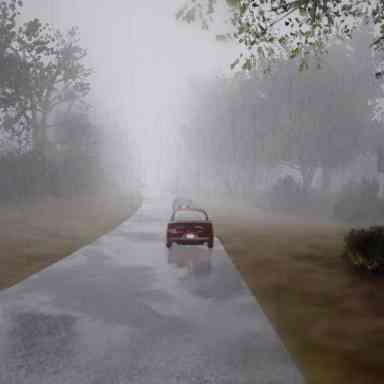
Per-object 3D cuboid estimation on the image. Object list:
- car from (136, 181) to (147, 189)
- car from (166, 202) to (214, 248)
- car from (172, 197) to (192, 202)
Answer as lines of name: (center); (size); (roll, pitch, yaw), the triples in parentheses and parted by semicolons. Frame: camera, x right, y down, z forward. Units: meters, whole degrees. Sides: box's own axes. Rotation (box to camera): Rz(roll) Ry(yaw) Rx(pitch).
car: (-11.394, -1.711, 75.626); (2.097, 1.767, 4.553); (1, 3, -15)
car: (-0.120, 1.445, 14.672); (1.882, 1.535, 5.008); (0, 1, -1)
car: (-0.836, 1.185, 29.712); (2.033, 1.411, 5.357); (0, 2, -4)
